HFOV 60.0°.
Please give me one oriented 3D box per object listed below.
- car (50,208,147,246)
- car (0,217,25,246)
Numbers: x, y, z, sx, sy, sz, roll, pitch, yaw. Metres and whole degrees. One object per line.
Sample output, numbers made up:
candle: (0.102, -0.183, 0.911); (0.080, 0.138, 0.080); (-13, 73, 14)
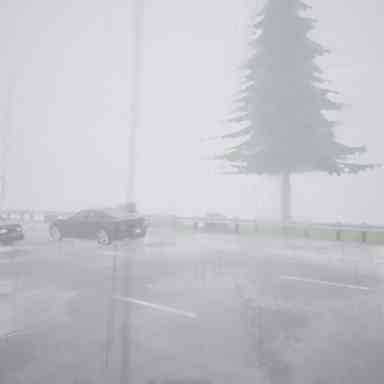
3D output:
car: (-4.348, 1.459, 15.102); (5.008, 1.535, 1.882); (0, 0, 31)
car: (-9.387, 1.570, 14.058); (5.357, 1.411, 2.033); (0, 0, 30)
